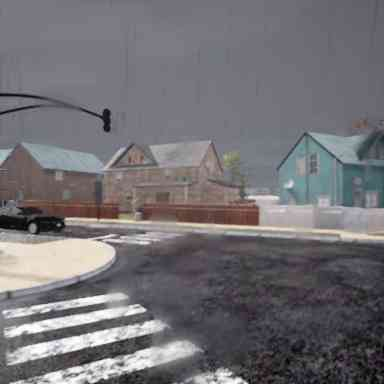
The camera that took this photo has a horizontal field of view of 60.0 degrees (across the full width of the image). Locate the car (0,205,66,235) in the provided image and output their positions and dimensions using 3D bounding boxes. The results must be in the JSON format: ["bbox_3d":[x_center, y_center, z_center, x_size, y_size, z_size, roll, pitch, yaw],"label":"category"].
[{"bbox_3d":[-9.479,1.505,18.954,5.008,1.535,1.882,0,-1,23],"label":"car"}]
